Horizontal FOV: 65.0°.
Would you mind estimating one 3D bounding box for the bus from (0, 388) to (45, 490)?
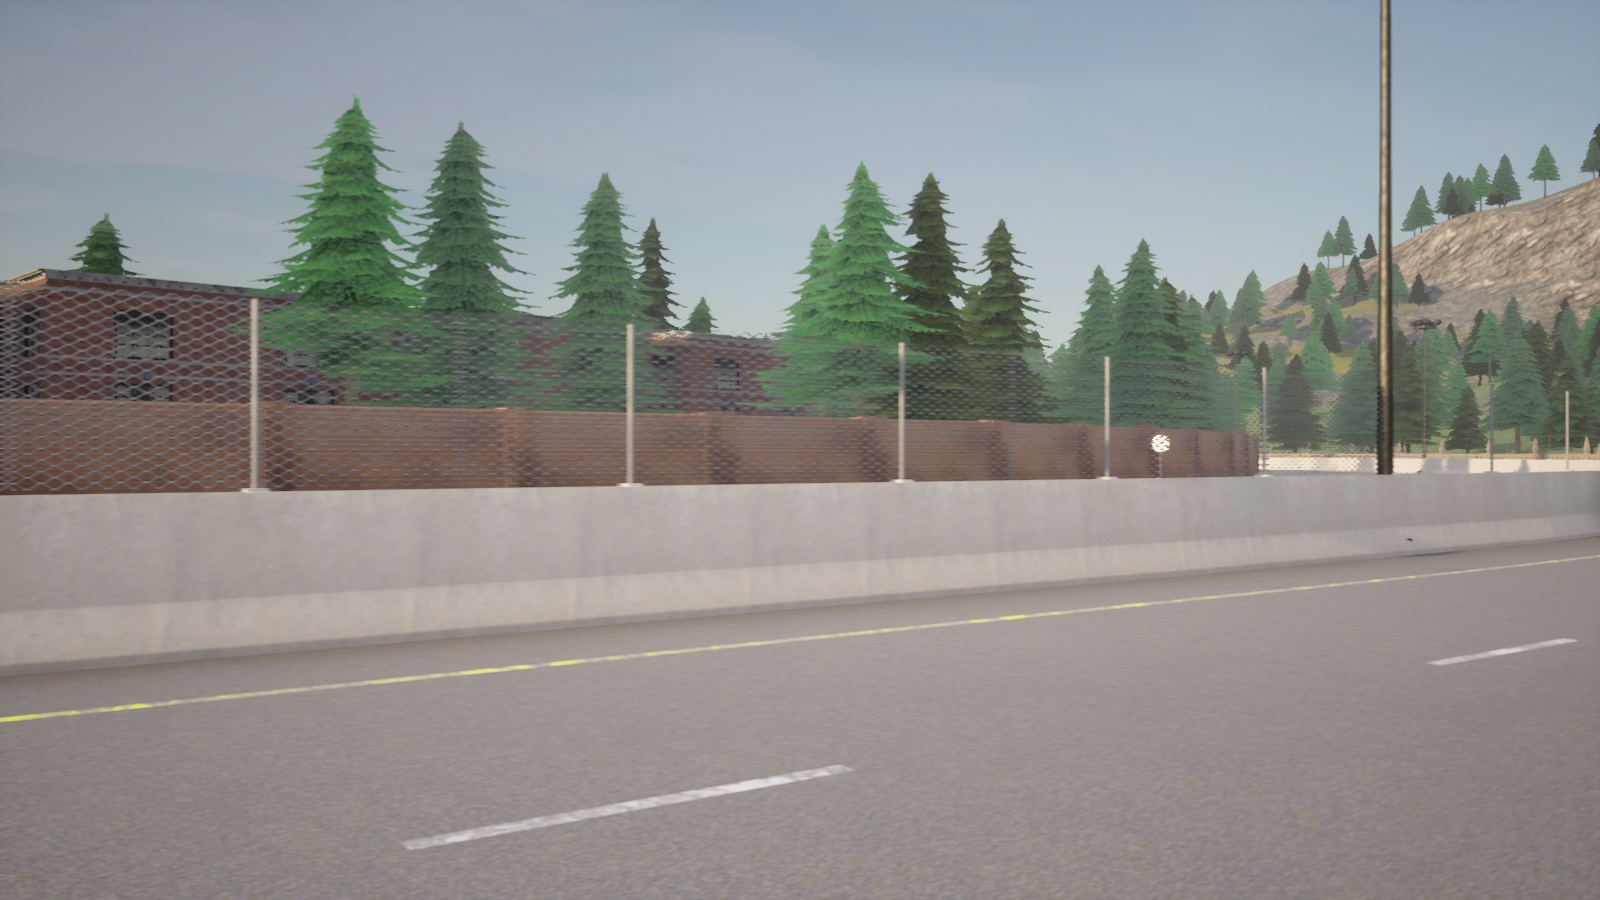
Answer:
[{"bbox_3d":[-37.355,-0.465,51.647,10.273,4.253,3.944,0,0,-41],"label":"bus"}]
